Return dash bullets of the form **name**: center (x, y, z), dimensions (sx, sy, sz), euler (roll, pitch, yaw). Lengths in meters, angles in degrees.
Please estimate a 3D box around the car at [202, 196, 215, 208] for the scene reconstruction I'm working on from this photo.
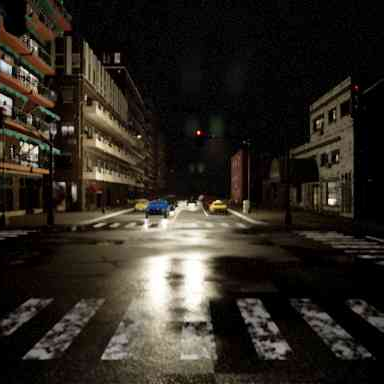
- **car**: center (2.667, 1.638, 45.126), dimensions (1.802, 1.307, 4.206), euler (0, 0, 0)

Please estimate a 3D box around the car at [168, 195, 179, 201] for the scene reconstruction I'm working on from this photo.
- **car**: center (-3.101, 1.571, 51.143), dimensions (1.837, 1.490, 4.892), euler (0, 0, 0)

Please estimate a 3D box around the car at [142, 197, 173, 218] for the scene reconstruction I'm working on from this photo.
- **car**: center (-3.117, 1.512, 30.910), dimensions (1.882, 1.535, 5.008), euler (0, 0, 0)

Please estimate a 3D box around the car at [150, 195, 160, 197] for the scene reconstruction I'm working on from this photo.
- **car**: center (-5.716, 1.381, 50.660), dimensions (2.192, 1.841, 5.009), euler (0, 0, 0)

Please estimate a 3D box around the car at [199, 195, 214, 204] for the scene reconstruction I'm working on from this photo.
- **car**: center (2.664, 1.381, 50.666), dimensions (2.192, 1.841, 5.009), euler (0, 0, 0)

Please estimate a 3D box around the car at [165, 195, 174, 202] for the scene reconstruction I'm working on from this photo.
- **car**: center (-5.737, 1.583, 83.895), dimensions (1.967, 1.590, 4.097), euler (0, 0, 0)

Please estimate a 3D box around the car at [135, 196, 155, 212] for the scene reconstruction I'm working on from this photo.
- **car**: center (-5.711, 1.572, 39.411), dimensions (1.752, 1.417, 4.829), euler (0, 0, 0)

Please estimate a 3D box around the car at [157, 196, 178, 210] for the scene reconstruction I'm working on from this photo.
- **car**: center (-3.103, 1.574, 40.850), dimensions (1.812, 1.442, 4.674), euler (0, 0, 0)

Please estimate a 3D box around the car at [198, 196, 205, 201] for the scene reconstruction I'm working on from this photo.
- **car**: center (2.640, 1.684, 89.610), dimensions (1.752, 1.417, 4.829), euler (0, 0, 0)

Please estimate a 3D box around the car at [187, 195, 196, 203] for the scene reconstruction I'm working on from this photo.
- **car**: center (-0.040, 1.476, 70.855), dimensions (1.882, 1.535, 5.008), euler (0, 0, 0)

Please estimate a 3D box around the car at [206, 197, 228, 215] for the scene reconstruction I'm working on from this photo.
- **car**: center (2.674, 1.564, 34.218), dimensions (1.752, 1.417, 4.829), euler (0, 0, 0)

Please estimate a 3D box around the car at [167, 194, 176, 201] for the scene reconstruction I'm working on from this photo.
- **car**: center (-5.743, 1.489, 94.975), dimensions (2.192, 1.841, 5.009), euler (0, 0, 0)

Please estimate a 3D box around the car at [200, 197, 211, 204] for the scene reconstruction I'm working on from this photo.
- **car**: center (2.654, 1.651, 67.283), dimensions (2.008, 1.369, 4.403), euler (0, 0, 0)

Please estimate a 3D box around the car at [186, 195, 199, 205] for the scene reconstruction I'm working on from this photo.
- **car**: center (-0.035, 1.633, 60.435), dimensions (2.033, 1.411, 5.357), euler (0, 0, 0)

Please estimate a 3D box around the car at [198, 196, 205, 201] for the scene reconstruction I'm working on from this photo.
- **car**: center (2.637, 1.725, 94.979), dimensions (2.008, 1.369, 4.403), euler (0, 0, 0)

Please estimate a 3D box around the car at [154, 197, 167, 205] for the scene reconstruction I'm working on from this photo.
- **car**: center (-5.724, 1.639, 61.738), dimensions (2.008, 1.369, 4.403), euler (0, 0, 0)
